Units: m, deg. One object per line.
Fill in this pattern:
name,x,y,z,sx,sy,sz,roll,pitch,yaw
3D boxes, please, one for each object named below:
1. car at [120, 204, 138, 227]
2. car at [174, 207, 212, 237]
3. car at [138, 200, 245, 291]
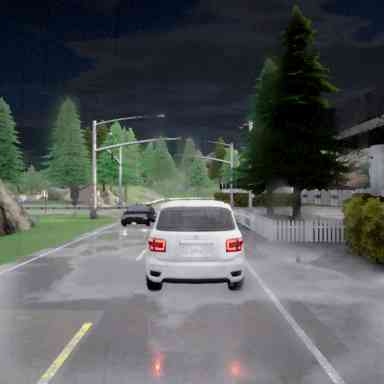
car,-3.601,1.547,23.226,2.033,1.411,5.357,0,0,0
car,0.020,1.601,18.934,1.895,1.301,4.718,0,0,0
car,0.065,1.221,9.170,2.150,2.045,5.566,0,0,0
